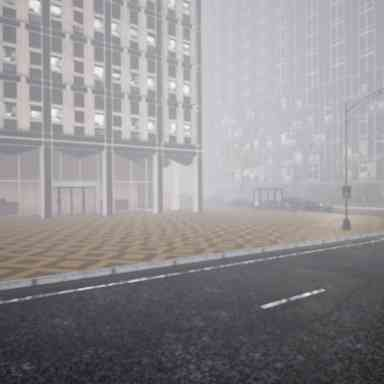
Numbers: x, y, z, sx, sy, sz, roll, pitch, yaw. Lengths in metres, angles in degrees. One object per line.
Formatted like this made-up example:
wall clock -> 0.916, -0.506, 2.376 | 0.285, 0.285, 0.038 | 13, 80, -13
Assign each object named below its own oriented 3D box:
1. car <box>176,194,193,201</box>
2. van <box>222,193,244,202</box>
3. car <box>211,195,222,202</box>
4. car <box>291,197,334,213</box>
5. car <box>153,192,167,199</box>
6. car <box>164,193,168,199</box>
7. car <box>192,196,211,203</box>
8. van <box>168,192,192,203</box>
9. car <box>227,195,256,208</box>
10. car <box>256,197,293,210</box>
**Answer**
car -> -1.735, 1.187, 75.026 | 1.802, 1.307, 4.206 | 0, 1, -34
van -> 7.920, 1.103, 60.970 | 1.690, 1.788, 3.998 | 0, 1, -34
car -> 4.702, 1.292, 65.657 | 1.802, 1.307, 4.206 | 0, 1, -34
car -> 13.779, 1.617, 37.416 | 1.947, 1.339, 4.313 | 0, 1, -34
car -> -8.172, 0.939, 84.394 | 1.967, 1.590, 4.097 | 0, 1, -34
car -> -4.953, 0.867, 79.708 | 2.192, 1.841, 5.009 | 0, 1, -34
car -> 0.905, 1.309, 61.045 | 1.812, 1.442, 4.674 | -1, 1, -34
van -> -2.205, 1.137, 60.910 | 1.690, 1.788, 3.998 | 0, 1, -34
car -> 7.404, 1.515, 46.830 | 1.947, 1.339, 4.313 | 0, 1, -34
car -> 10.574, 1.583, 42.113 | 1.802, 1.307, 4.206 | 0, 1, -34
